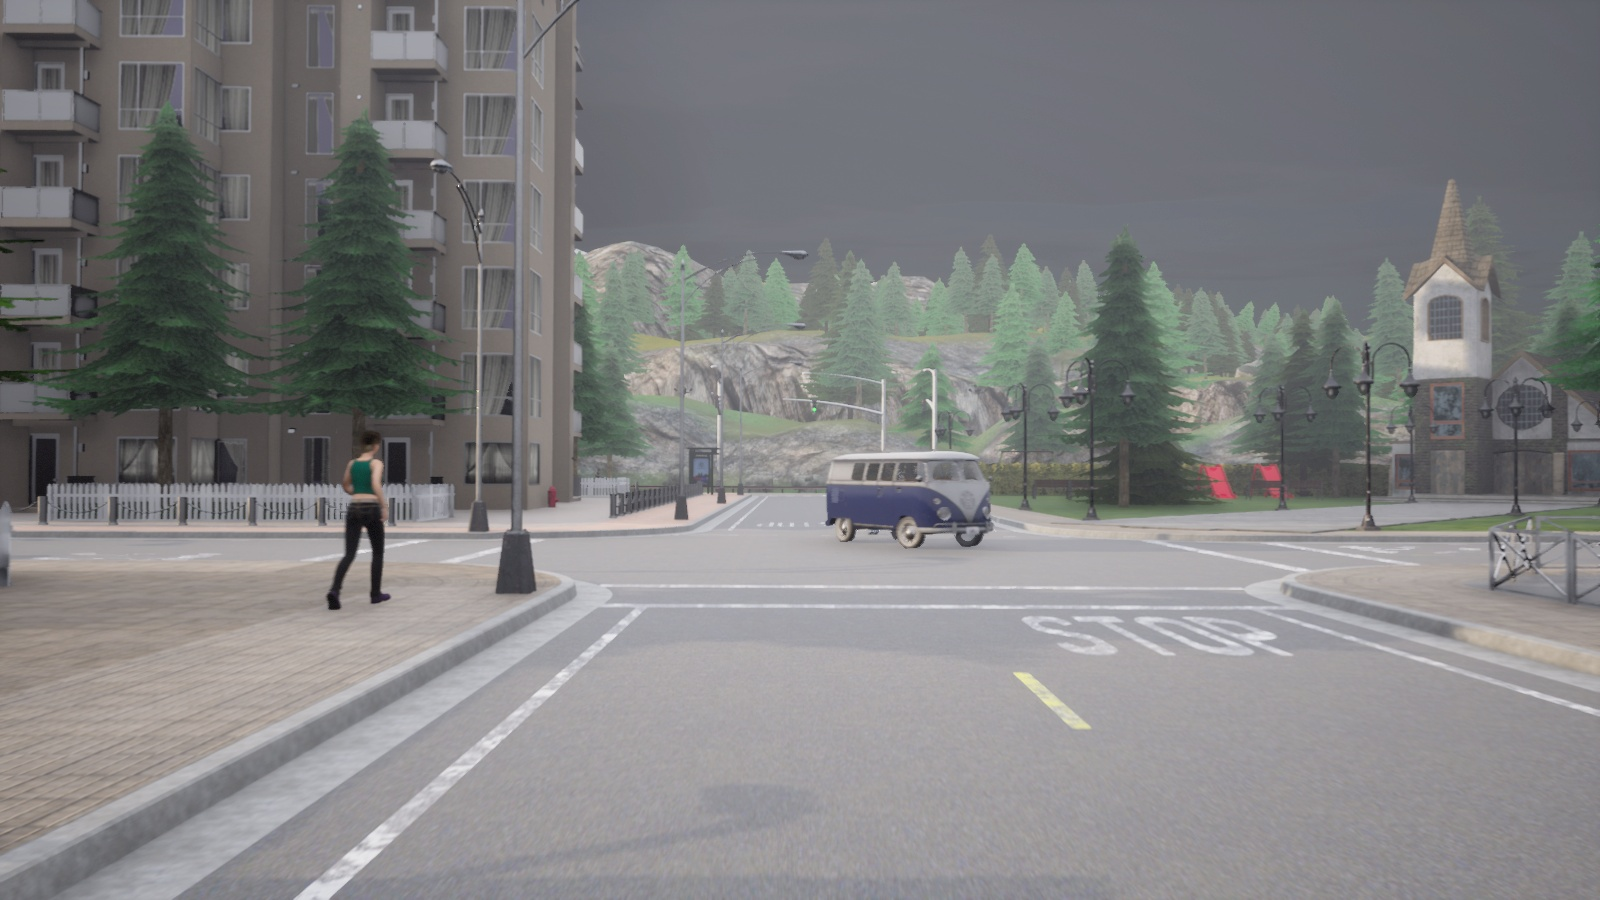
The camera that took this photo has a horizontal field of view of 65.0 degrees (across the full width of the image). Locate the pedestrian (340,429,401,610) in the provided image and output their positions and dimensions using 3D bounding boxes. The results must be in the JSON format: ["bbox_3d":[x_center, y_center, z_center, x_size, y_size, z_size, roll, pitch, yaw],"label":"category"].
[{"bbox_3d":[-4.479,0.712,13.103,0.345,1.836,0.594,0,-1,12],"label":"pedestrian"}]

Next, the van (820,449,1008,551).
[{"bbox_3d":[2.328,1.015,26.854,1.775,1.987,4.442,0,-1,-30],"label":"van"}]
